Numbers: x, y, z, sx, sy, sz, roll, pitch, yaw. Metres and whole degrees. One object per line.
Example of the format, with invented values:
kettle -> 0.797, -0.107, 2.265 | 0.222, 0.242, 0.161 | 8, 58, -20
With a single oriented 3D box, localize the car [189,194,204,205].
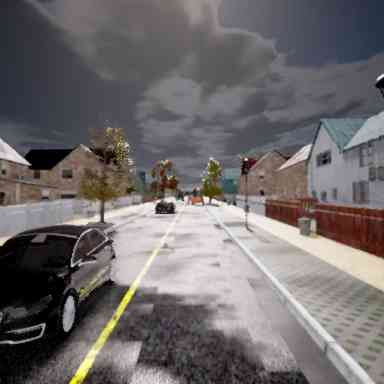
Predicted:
car -> 1.008, 1.257, 57.308 | 2.097, 1.767, 4.553 | -3, -1, 0

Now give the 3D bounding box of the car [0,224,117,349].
car -> -2.817, 1.497, 6.678 | 1.837, 1.490, 4.892 | 0, 1, 0

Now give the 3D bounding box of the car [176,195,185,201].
car -> -2.636, 1.399, 75.975 | 1.812, 1.442, 4.674 | 0, 0, 0

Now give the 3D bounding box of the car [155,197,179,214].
car -> -2.788, 1.535, 35.422 | 1.994, 1.385, 4.181 | 0, 0, 0
